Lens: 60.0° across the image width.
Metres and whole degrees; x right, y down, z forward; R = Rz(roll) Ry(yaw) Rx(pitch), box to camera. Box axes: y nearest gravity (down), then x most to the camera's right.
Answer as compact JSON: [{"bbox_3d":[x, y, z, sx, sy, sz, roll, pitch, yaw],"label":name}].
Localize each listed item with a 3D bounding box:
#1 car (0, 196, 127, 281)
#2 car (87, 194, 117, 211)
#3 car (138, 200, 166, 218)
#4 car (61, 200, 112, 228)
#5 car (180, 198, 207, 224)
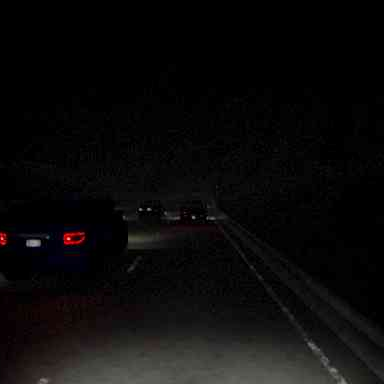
[{"bbox_3d":[-3.412,1.176,9.808,2.150,2.045,5.566,0,0,0],"label":"car"},{"bbox_3d":[-10.187,1.179,38.024,2.097,1.767,4.553,0,0,2],"label":"car"},{"bbox_3d":[-3.378,1.417,28.689,2.033,1.411,5.357,0,0,0],"label":"car"},{"bbox_3d":[-6.899,1.376,22.394,1.882,1.535,5.008,0,0,0],"label":"car"},{"bbox_3d":[0.104,1.418,23.525,1.812,1.442,4.674,0,0,0],"label":"car"}]
